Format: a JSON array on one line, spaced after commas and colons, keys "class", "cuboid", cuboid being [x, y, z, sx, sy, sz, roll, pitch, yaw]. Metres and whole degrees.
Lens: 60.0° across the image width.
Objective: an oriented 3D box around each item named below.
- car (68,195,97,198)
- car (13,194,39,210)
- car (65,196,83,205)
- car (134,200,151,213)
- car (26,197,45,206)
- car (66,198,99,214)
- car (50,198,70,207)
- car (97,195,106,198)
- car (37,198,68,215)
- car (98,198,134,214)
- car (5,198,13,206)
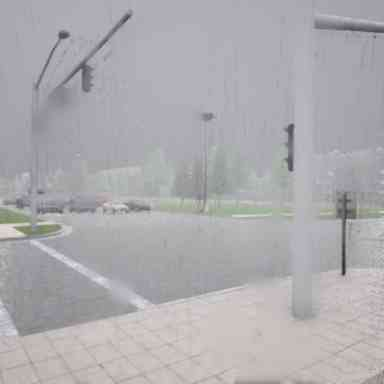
[{"class": "car", "cuboid": [-16.686, 1.450, 49.750, 2.150, 2.045, 5.566, 1, -1, -36]}, {"class": "car", "cuboid": [-23.148, 1.344, 46.719, 2.150, 2.045, 5.566, 1, -1, -37]}, {"class": "car", "cuboid": [-22.757, 1.632, 64.171, 2.097, 1.767, 4.553, 1, -1, -36]}, {"class": "car", "cuboid": [-7.001, 1.759, 42.384, 1.882, 1.535, 5.008, 1, -1, -36]}, {"class": "car", "cuboid": [-28.095, 1.668, 59.570, 2.128, 1.511, 4.902, 1, -1, -36]}, {"class": "car", "cuboid": [-12.688, 1.724, 38.295, 2.033, 1.411, 5.357, 1, -1, -36]}, {"class": "car", "cuboid": [-23.465, 1.774, 59.142, 2.033, 1.411, 5.357, 1, 0, -35]}, {"class": "car", "cuboid": [-14.866, 1.503, 53.210, 2.150, 2.045, 5.566, 1, -1, -36]}, {"class": "car", "cuboid": [-15.378, 1.689, 36.048, 1.994, 1.385, 4.181, 1, -1, -36]}, {"class": "car", "cuboid": [-8.977, 1.755, 39.145, 1.812, 1.442, 4.674, 1, -1, -36]}, {"class": "car", "cuboid": [-31.599, 1.687, 58.446, 1.994, 1.385, 4.181, 1, -1, -36]}]
